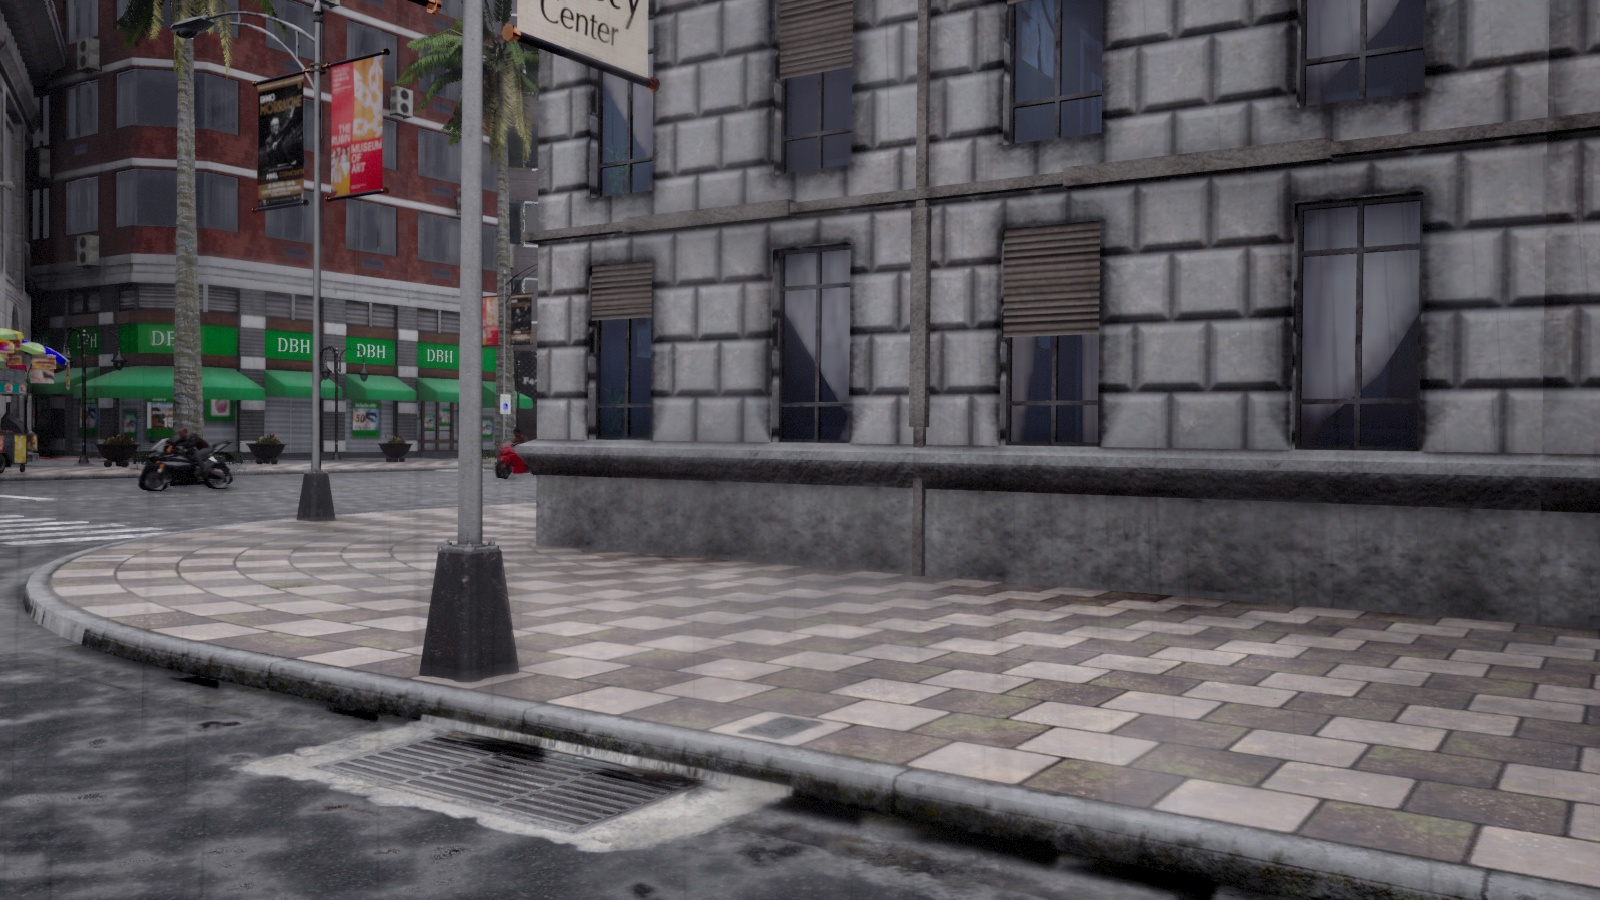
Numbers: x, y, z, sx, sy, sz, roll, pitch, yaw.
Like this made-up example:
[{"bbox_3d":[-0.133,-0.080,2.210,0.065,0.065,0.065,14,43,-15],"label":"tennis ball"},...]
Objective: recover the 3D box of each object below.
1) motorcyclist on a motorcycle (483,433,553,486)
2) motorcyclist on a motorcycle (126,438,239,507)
[{"bbox_3d":[-8.449,0.274,37.750,0.797,1.523,2.044,0,1,34],"label":"motorcyclist on a motorcycle"},{"bbox_3d":[-14.294,0.498,29.123,0.866,1.530,2.191,0,1,34],"label":"motorcyclist on a motorcycle"}]
